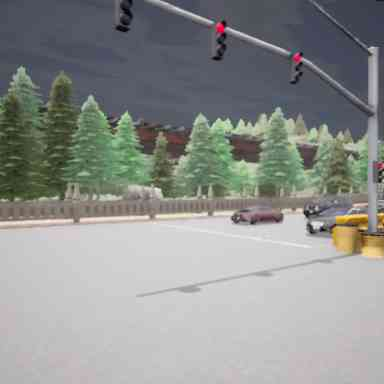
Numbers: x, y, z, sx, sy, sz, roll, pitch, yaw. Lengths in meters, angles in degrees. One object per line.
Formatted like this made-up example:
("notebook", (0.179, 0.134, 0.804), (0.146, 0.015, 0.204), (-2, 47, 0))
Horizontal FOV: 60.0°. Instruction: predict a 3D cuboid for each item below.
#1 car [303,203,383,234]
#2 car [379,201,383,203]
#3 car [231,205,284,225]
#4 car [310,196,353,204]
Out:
("car", (8.342, 1.573, 18.501), (4.902, 1.511, 2.128), (0, 0, -37))
("car", (15.737, 1.477, 23.818), (4.553, 1.767, 2.097), (0, 0, -36))
("car", (4.904, 1.648, 24.686), (4.181, 1.385, 1.994), (0, 0, -36))
("car", (12.452, 1.350, 30.071), (5.566, 2.045, 2.150), (0, 0, -35))
